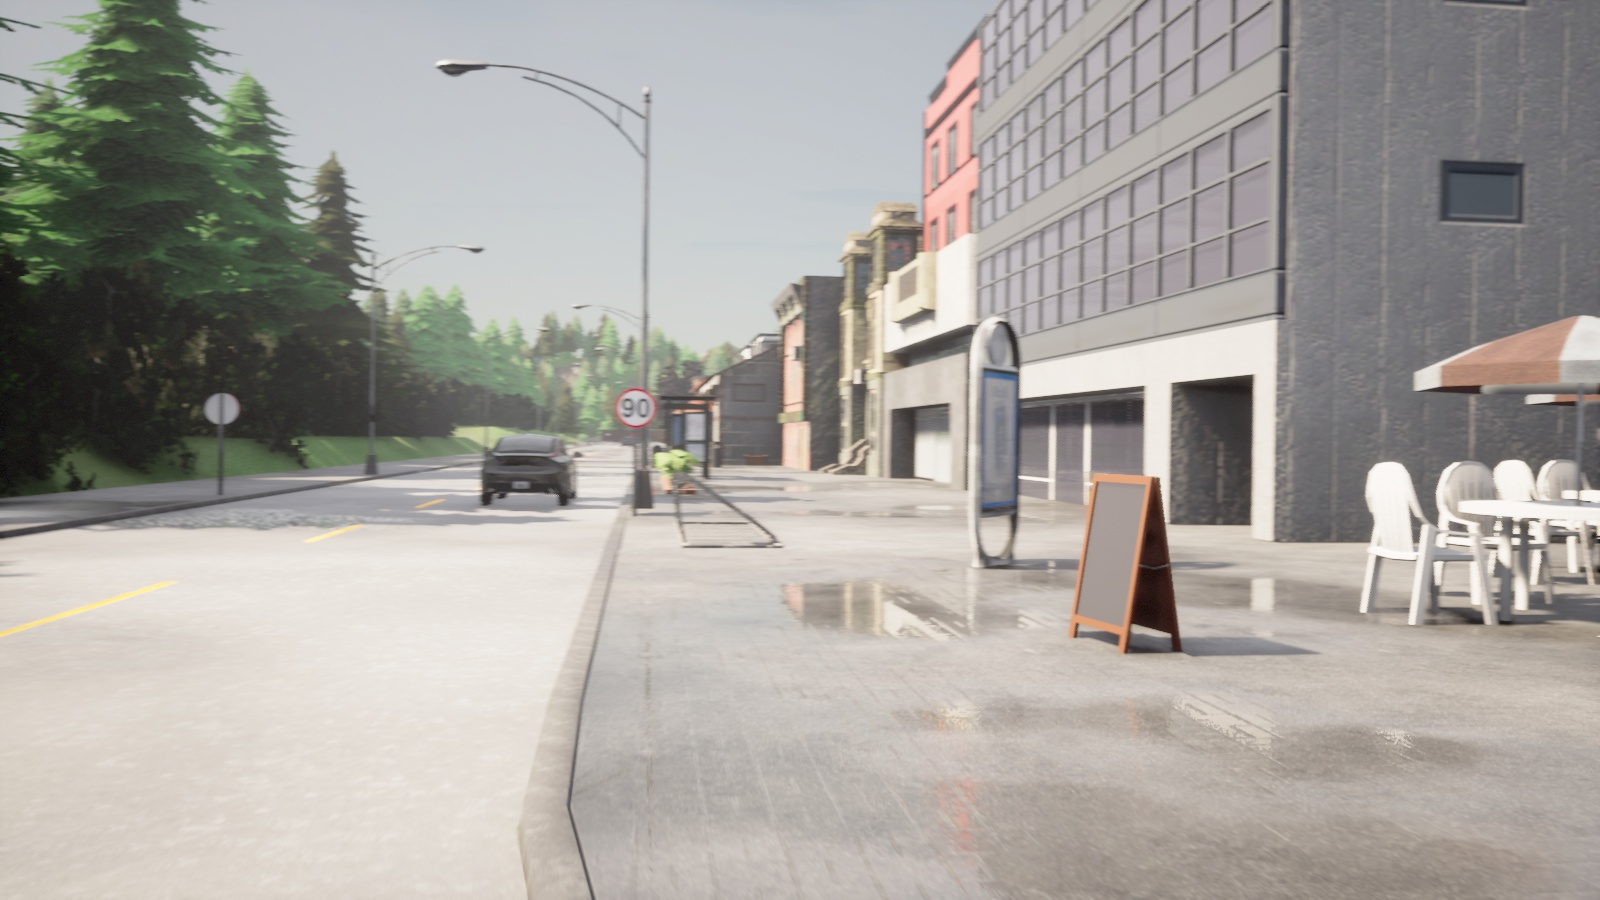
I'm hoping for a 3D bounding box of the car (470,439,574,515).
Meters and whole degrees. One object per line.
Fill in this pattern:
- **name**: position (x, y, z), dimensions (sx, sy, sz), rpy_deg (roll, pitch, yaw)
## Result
- **car**: position (-6.103, 0.523, 28.063), dimensions (1.837, 1.490, 4.892), rpy_deg (0, 1, -7)
